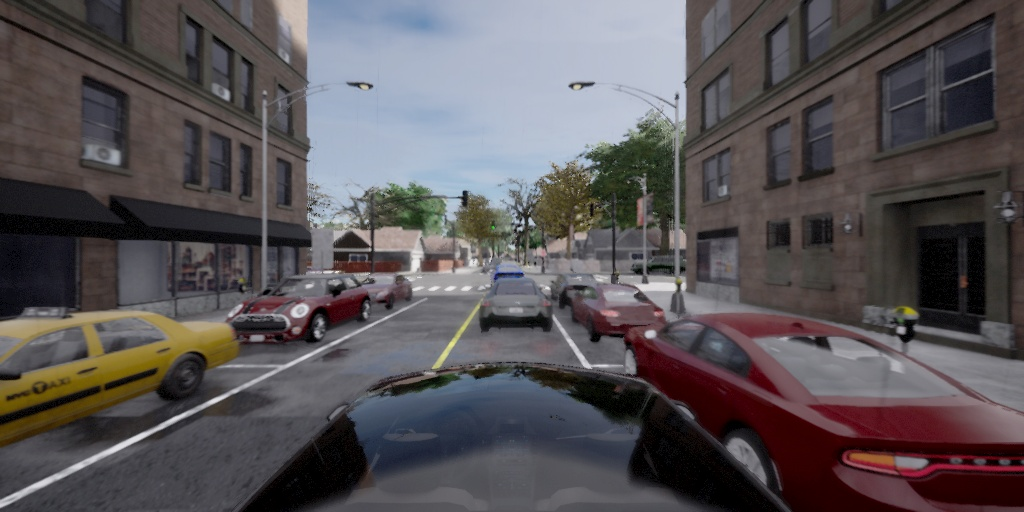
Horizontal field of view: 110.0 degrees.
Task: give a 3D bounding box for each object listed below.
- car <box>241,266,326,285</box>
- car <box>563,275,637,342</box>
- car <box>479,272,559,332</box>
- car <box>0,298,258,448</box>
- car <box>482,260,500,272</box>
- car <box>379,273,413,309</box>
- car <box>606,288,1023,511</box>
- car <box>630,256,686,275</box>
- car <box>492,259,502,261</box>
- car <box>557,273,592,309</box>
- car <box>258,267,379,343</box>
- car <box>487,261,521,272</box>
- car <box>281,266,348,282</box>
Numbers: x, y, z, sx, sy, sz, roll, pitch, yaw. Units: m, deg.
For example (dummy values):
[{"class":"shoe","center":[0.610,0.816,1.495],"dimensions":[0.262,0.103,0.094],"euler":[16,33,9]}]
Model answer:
[{"class":"car","center":[-17.801,1.497,28.131],"dimensions":[5.357,1.411,2.033],"euler":[0,0,0]},{"class":"car","center":[2.640,1.361,9.570],"dimensions":[1.802,1.307,4.207],"euler":[0,0,0]},{"class":"car","center":[0.104,1.347,10.983],"dimensions":[1.994,1.385,4.181],"euler":[0,0,0]},{"class":"car","center":[-5.387,1.284,3.880],"dimensions":[1.751,1.417,4.829],"euler":[0,0,0]},{"class":"car","center":[-3.077,1.549,49.666],"dimensions":[1.895,1.301,4.718],"euler":[0,0,0]},{"class":"car","center":[-5.384,1.382,15.088],"dimensions":[1.802,1.307,4.207],"euler":[0,0,0]},{"class":"car","center":[2.639,1.304,4.052],"dimensions":[1.888,1.381,4.507],"euler":[0,0,0]},{"class":"car","center":[15.490,1.005,38.064],"dimensions":[5.566,2.045,2.150],"euler":[0,0,0]},{"class":"car","center":[-3.030,1.560,59.710],"dimensions":[1.994,1.385,4.181],"euler":[0,0,0]},{"class":"car","center":[2.641,1.366,15.088],"dimensions":[1.948,1.339,4.313],"euler":[0,0,0]},{"class":"car","center":[-5.385,1.219,9.569],"dimensions":[1.967,1.591,4.097],"euler":[0,0,0]},{"class":"car","center":[-0.399,1.309,23.478],"dimensions":[1.882,1.535,5.008],"euler":[0,0,-7]},{"class":"car","center":[-17.191,1.557,31.382],"dimensions":[4.718,1.301,1.895],"euler":[0,0,-3]}]
